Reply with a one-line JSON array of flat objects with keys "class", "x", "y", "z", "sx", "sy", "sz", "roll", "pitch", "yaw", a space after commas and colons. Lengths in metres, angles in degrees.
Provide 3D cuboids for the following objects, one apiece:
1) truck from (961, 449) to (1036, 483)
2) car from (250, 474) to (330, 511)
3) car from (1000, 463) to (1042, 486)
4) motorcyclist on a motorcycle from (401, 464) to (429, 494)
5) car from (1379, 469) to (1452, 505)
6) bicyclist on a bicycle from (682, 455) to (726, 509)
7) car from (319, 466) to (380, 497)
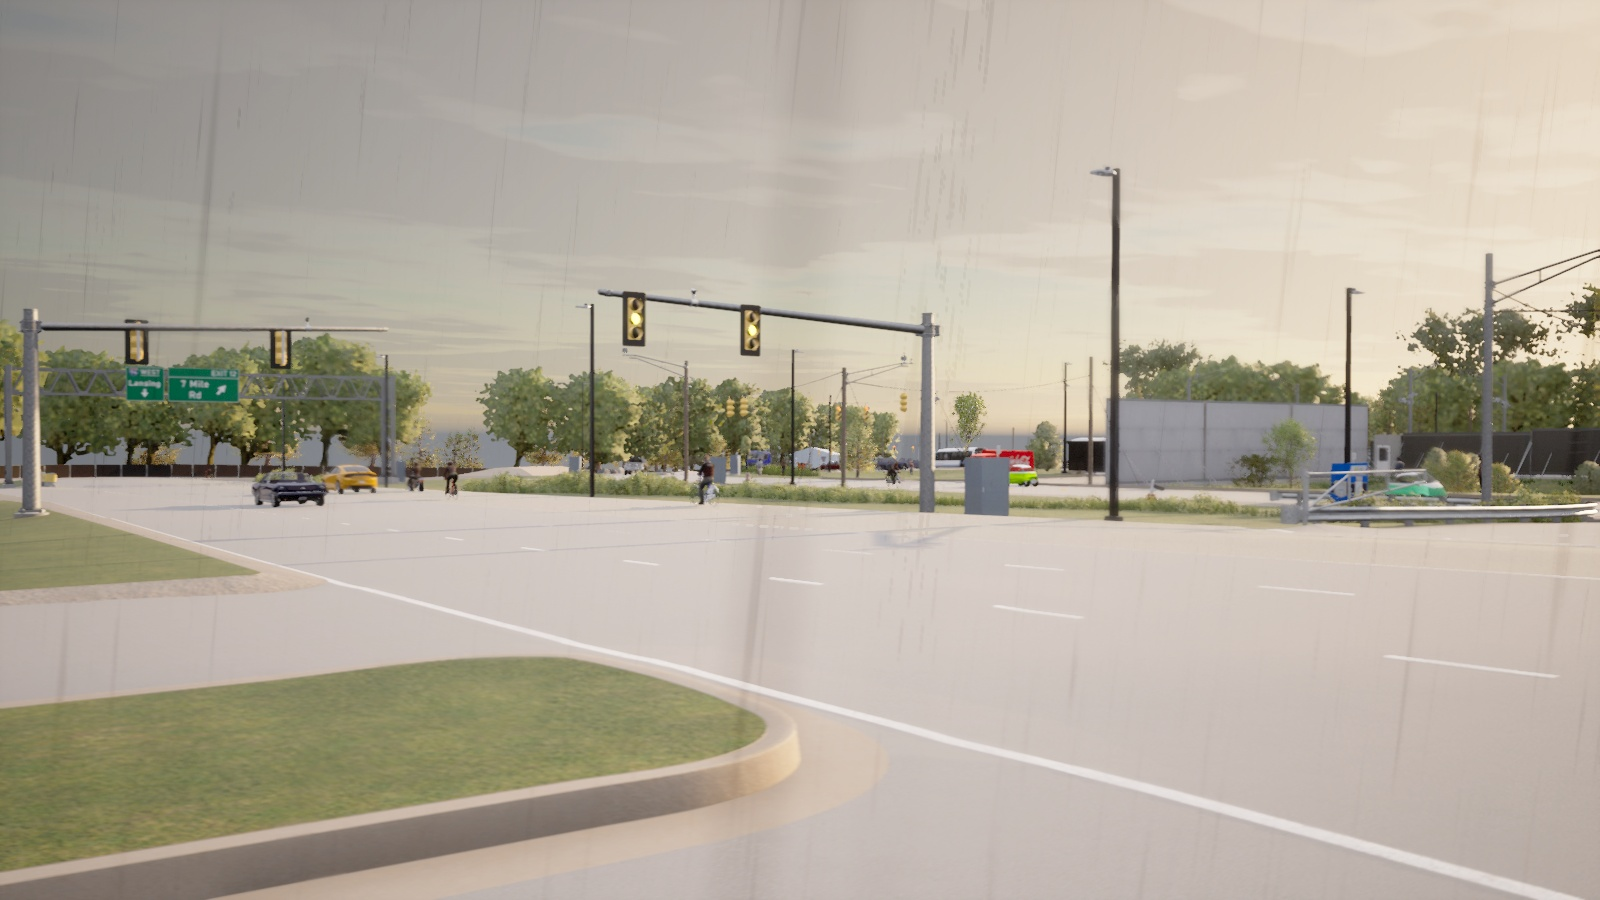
[{"class": "truck", "x": 14.886, "y": 1.172, "z": 94.030, "sx": 5.204, "sy": 2.467, "sz": 2.627, "roll": 0, "pitch": 0, "yaw": -36}, {"class": "car", "x": -19.776, "y": 1.594, "z": 48.555, "sx": 1.895, "sy": 1.301, "sz": 4.718, "roll": -1, "pitch": 0, "yaw": -34}, {"class": "car", "x": 13.974, "y": 1.564, "z": 79.317, "sx": 1.481, "sy": 1.376, "sz": 2.207, "roll": -1, "pitch": 0, "yaw": -34}, {"class": "motorcyclist on a motorcycle", "x": -21.208, "y": 1.596, "z": 69.164, "sx": 0.766, "sy": 1.649, "sz": 2.350, "roll": -1, "pitch": -1, "yaw": -35}, {"class": "car", "x": 24.880, "y": 1.487, "z": 50.794, "sx": 1.481, "sy": 1.376, "sz": 2.207, "roll": -1, "pitch": 0, "yaw": -34}, {"class": "bicyclist on a bicycle", "x": -3.309, "y": 1.085, "z": 43.137, "sx": 0.659, "sy": 1.776, "sz": 1.843, "roll": -1, "pitch": 0, "yaw": -35}, {"class": "car", "x": -24.191, "y": 1.656, "z": 67.327, "sx": 1.882, "sy": 1.535, "sz": 5.008, "roll": -1, "pitch": 0, "yaw": -35}]
